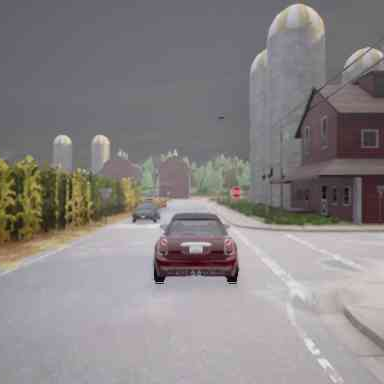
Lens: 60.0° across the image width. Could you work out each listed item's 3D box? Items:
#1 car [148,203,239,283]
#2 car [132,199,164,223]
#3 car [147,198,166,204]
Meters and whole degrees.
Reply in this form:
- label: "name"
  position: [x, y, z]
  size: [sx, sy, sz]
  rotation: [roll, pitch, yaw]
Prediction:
- label: "car"
  position: [0.095, 1.381, 9.960]
  size: [2.097, 1.767, 4.553]
  rotation: [0, 0, 0]
- label: "car"
  position: [-3.584, 1.588, 26.751]
  size: [1.837, 1.490, 4.892]
  rotation: [0, 0, 0]
- label: "car"
  position: [-6.215, 1.632, 49.462]
  size: [5.008, 1.535, 1.882]
  rotation: [0, -2, 29]
